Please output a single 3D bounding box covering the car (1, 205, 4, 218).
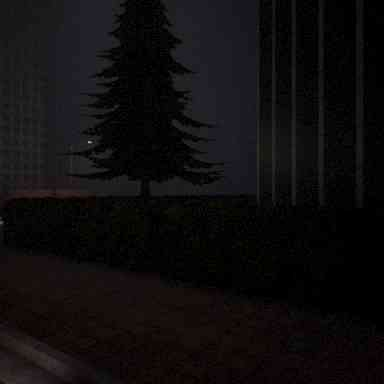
[{"bbox_3d":[-13.066,1.548,28.373,1.837,1.490,4.892,0,0,36],"label":"car"}]
